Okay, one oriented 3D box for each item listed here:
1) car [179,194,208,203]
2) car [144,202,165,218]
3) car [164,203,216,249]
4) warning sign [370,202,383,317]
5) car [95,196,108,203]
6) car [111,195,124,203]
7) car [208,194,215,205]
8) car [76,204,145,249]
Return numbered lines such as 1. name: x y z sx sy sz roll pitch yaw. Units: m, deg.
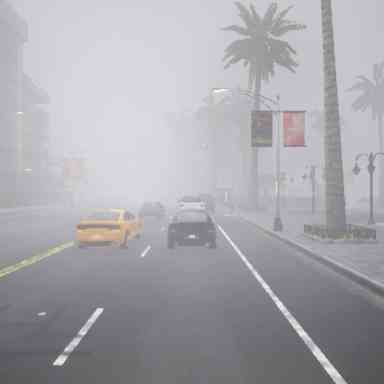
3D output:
1. car: 0.000 1.257 29.680 2.150 2.045 5.566 0 0 0
2. car: -3.500 1.563 29.650 2.033 1.411 5.357 0 0 0
3. car: 0.000 1.484 14.650 1.882 1.535 5.008 0 0 0
4. warning sign: 3.800 1.114 5.361 1.300 1.860 1.060 0 0 0
5. car: -18.874 1.505 69.180 1.812 1.442 4.674 0 0 -28
6. car: -15.906 1.454 71.037 1.882 1.535 5.008 0 0 -28
7. car: 1.225 1.199 35.391 2.150 2.045 5.566 0 0 0
8. car: -3.500 1.484 14.650 1.882 1.535 5.008 0 0 0
